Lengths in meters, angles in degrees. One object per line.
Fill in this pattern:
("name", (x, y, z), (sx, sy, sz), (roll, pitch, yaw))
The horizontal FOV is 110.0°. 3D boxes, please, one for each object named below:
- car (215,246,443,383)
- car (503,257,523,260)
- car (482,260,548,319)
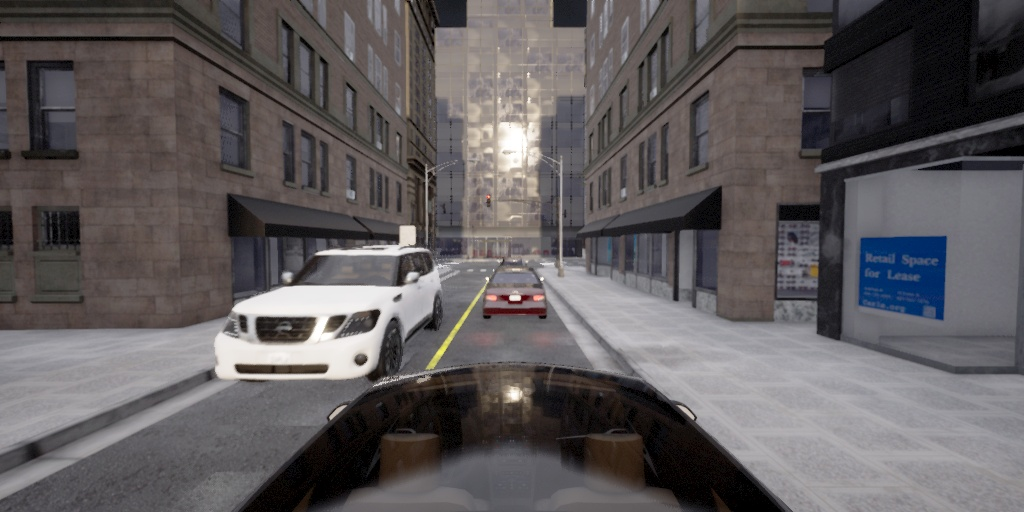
("car", (-2.848, 0.821, 7.146), (2.150, 2.045, 5.566), (0, 2, 0))
("car", (0.067, 0.745, 22.129), (1.994, 1.385, 4.181), (0, 2, 0))
("car", (0.086, 1.027, 11.467), (2.033, 1.411, 5.357), (0, 2, 0))
